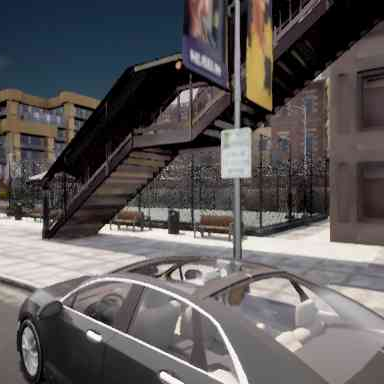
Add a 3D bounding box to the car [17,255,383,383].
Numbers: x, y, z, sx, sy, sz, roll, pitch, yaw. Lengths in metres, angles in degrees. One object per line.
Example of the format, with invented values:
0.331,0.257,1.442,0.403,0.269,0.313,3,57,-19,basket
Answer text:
-0.173,1.426,3.385,2.231,1.521,4.892,0,0,-45,car
